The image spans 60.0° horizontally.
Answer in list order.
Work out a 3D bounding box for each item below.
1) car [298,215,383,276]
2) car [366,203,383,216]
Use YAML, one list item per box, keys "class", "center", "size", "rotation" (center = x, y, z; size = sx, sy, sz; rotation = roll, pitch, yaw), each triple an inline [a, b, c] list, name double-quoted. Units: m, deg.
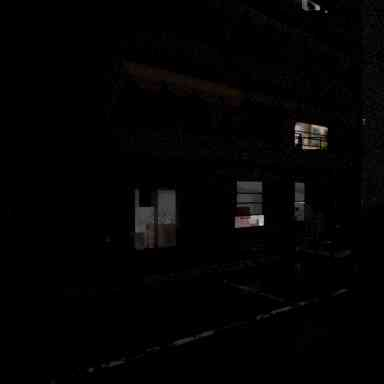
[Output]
- class: "car"
  center: [5.071, 1.582, 10.257]
  size: [4.206, 1.307, 1.802]
  rotation: [0, 0, -36]
- class: "car"
  center: [18.429, 1.730, 30.008]
  size: [2.128, 1.511, 4.902]
  rotation: [0, -1, -37]
